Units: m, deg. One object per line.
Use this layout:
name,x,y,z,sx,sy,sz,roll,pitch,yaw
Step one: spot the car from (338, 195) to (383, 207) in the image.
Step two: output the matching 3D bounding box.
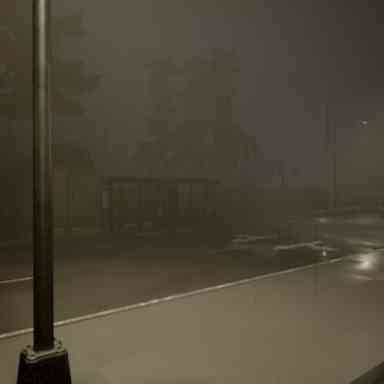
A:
car,21.817,1.288,43.591,1.895,1.301,4.718,-1,0,-36
